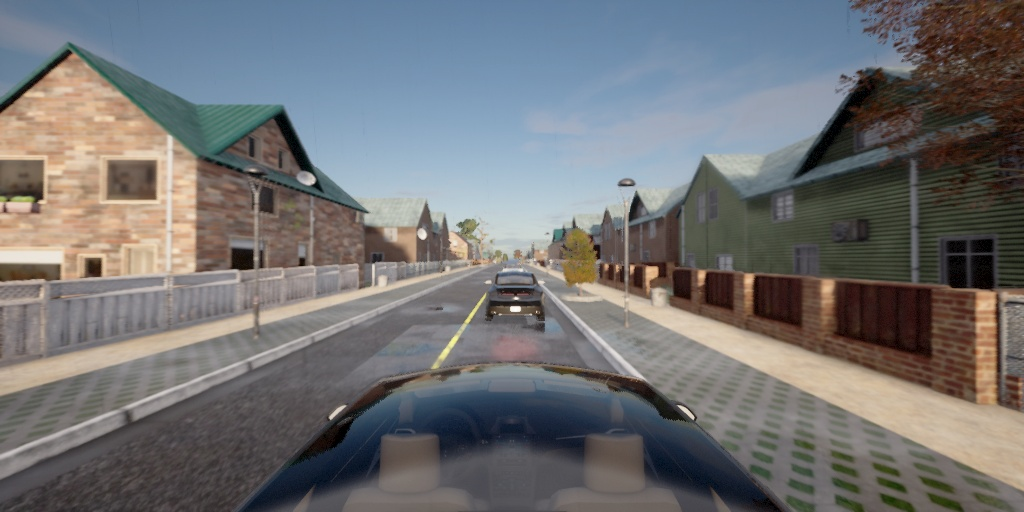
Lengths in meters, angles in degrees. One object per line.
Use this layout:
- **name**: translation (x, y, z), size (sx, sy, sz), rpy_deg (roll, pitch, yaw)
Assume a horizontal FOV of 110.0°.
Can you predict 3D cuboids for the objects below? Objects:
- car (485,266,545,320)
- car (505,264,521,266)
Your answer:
- **car**: translation (0.100, 1.269, 12.632), size (1.837, 1.490, 4.892), rpy_deg (0, 0, 0)
- **car**: translation (0.104, 1.420, 34.167), size (1.895, 1.301, 4.718), rpy_deg (0, 0, 0)
